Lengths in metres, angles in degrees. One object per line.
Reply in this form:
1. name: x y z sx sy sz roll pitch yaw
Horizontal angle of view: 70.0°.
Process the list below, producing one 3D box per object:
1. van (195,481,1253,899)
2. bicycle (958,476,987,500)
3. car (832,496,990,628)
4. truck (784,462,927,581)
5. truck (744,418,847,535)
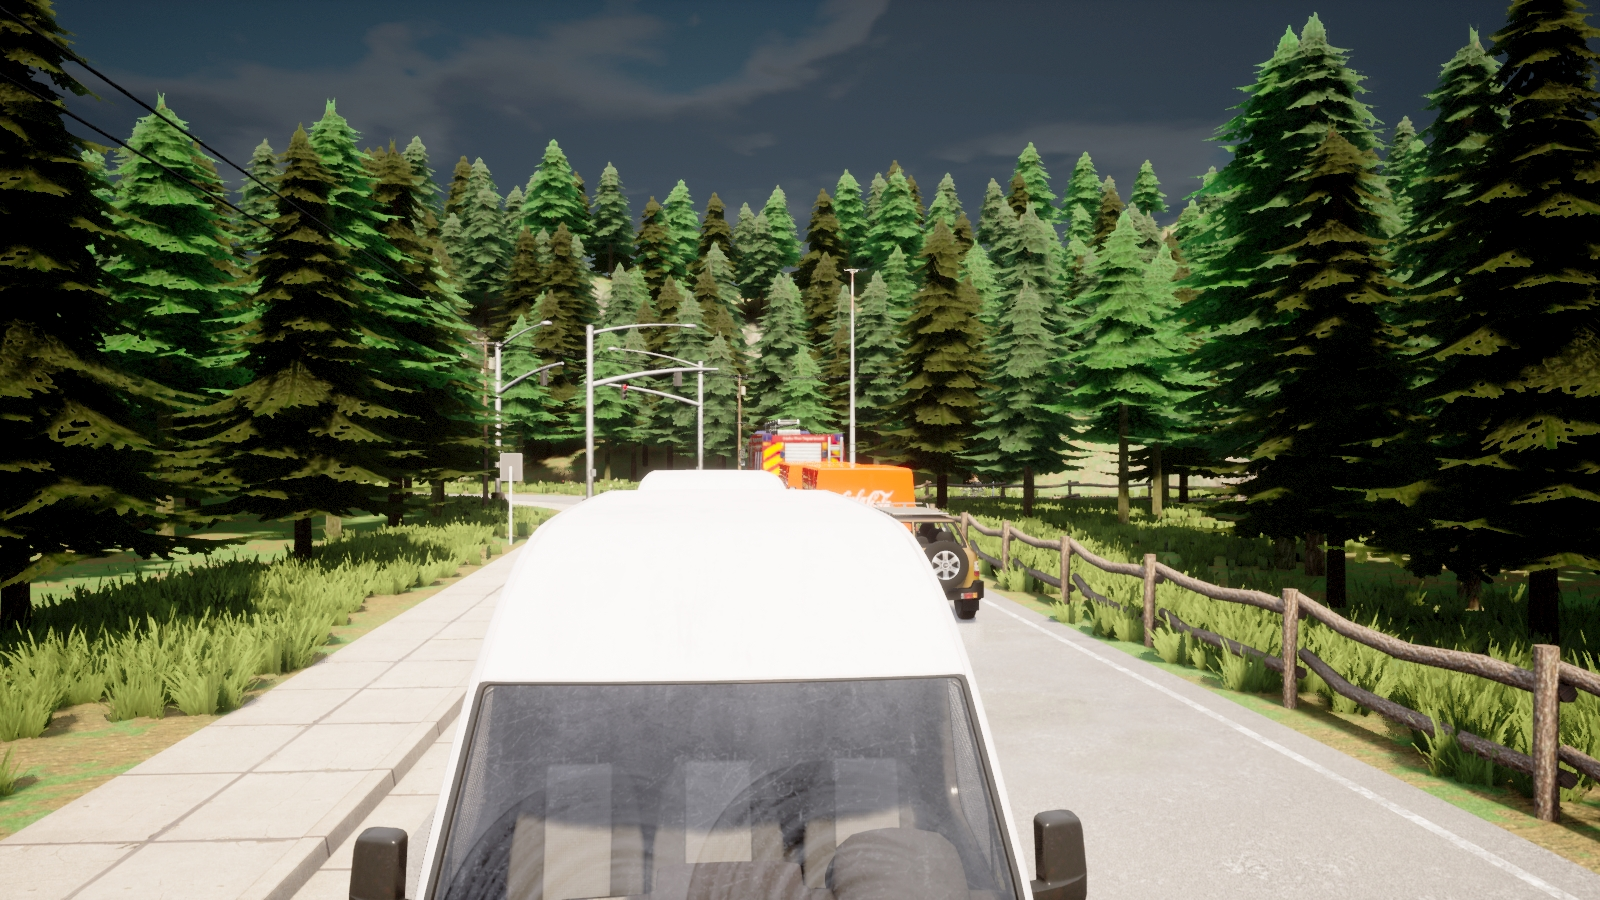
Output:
1. van: -0.340 1.499 5.101 1.988 2.561 5.915 0 0 -5
2. bicycle: 9.804 2.158 65.109 1.487 1.276 0.859 0 1 -4
3. car: 1.804 1.837 20.140 1.932 1.855 4.605 0 0 -5
4. truck: 1.154 1.541 26.871 2.627 2.467 5.204 0 0 -5
5. truck: -0.334 0.864 41.737 2.891 3.827 8.468 0 0 -6
